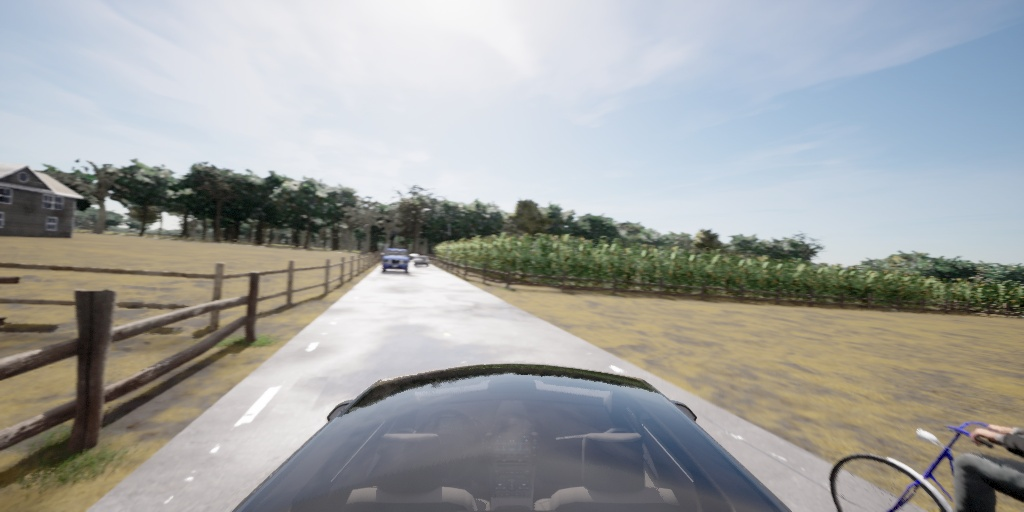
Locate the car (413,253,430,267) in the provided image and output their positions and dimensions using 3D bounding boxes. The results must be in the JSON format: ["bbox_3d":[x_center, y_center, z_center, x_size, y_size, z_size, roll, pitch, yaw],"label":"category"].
[{"bbox_3d":[-11.815,0.648,46.548,1.895,1.301,4.718,3,0,-17],"label":"car"}]

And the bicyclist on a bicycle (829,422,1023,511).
[{"bbox_3d":[2.830,1.286,1.992,0.659,1.776,1.843,3,0,-17],"label":"bicyclist on a bicycle"}]

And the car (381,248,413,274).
[{"bbox_3d":[-9.973,0.379,30.873,2.150,2.045,5.566,3,0,-17],"label":"car"}]
